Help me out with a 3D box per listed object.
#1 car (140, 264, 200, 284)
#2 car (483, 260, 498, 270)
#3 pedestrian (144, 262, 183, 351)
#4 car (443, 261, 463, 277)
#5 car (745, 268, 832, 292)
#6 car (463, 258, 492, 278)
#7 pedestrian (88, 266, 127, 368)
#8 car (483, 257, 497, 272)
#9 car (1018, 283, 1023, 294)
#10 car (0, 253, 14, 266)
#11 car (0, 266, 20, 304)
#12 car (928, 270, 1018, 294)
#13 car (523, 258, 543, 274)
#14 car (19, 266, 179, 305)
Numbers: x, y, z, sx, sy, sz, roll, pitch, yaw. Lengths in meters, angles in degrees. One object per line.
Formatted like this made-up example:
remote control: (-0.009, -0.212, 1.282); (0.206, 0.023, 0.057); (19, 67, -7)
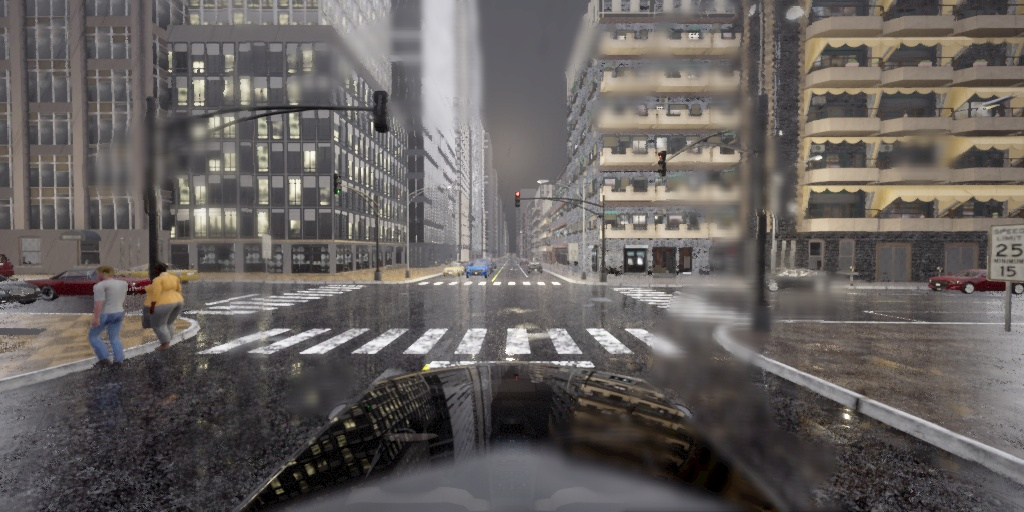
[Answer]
car: (-21.706, 1.029, 21.652); (4.829, 1.417, 1.751); (0, 0, 1)
car: (-3.190, 1.337, 53.619); (1.895, 1.301, 4.718); (0, 0, 0)
pedestrian: (-7.388, 1.042, 7.621); (0.375, 1.860, 0.375); (-1, 1, 0)
car: (-5.757, 1.265, 35.832); (1.751, 1.417, 4.829); (0, 0, 0)
car: (16.271, 1.375, 21.228); (4.403, 1.370, 2.007); (0, 0, 1)
car: (-3.153, 1.218, 33.638); (1.882, 1.535, 5.008); (0, 0, -1)
pedestrian: (-7.123, 1.042, 6.328); (0.375, 1.860, 0.375); (-1, 1, 0)
car: (-3.172, 1.230, 43.329); (2.128, 1.511, 4.902); (0, 0, 0)
car: (21.694, 1.576, 12.783); (4.313, 1.339, 1.948); (0, 0, 1)
car: (-33.653, 0.712, 21.834); (5.009, 1.841, 2.192); (0, 0, 1)
car: (-20.309, 1.204, 13.322); (4.403, 1.370, 2.007); (0, 0, 1)
car: (27.336, 1.462, 21.095); (4.507, 1.381, 1.888); (0, 0, 1)
car: (2.612, 1.289, 41.672); (2.007, 1.370, 4.403); (0, 0, 0)
car: (-18.051, 1.231, 15.844); (4.718, 1.301, 1.895); (0, 1, 1)
